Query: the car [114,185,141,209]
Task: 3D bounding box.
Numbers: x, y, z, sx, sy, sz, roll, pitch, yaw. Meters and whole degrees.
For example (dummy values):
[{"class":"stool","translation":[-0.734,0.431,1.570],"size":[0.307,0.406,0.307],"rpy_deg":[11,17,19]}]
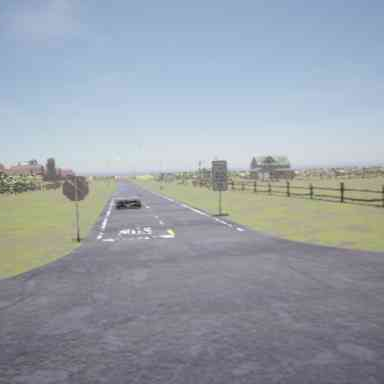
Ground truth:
[{"class":"car","translation":[-5.016,0.446,25.904],"size":[2.033,1.411,5.357],"rpy_deg":[-2,3,-12]}]
